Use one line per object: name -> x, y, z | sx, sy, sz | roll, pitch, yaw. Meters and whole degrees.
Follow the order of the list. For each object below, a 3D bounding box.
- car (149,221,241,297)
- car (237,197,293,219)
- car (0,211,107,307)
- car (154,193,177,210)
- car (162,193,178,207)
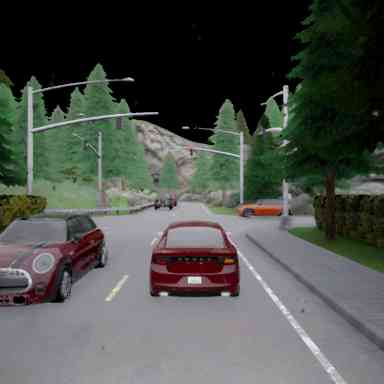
car -> 0.067, 1.478, 8.622 | 1.882, 1.535, 5.008 | 0, 0, 0
car -> 6.132, 1.337, 28.462 | 4.553, 1.767, 2.097 | 0, 0, 3
car -> -3.613, 1.353, 8.194 | 2.097, 1.767, 4.553 | 0, 0, 0
car -> -3.583, 1.221, 43.479 | 2.150, 2.045, 5.566 | 0, 0, 0
car -> -3.552, 1.221, 54.038 | 2.150, 2.045, 5.566 | 0, 0, 1
